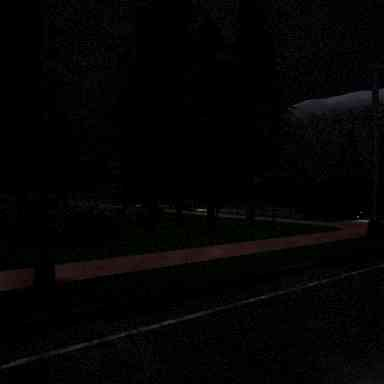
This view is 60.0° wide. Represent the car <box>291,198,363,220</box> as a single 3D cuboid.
[{"bbox_3d":[11.306,1.533,27.910,2.033,1.411,5.357,0,0,-37],"label":"car"}]

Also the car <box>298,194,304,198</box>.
[{"bbox_3d":[14.947,1.162,44.024,3.866,1.878,1.905,0,0,-37],"label":"car"}]

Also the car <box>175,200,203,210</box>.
[{"bbox_3d":[-0.486,1.550,43.710,1.994,1.385,4.181,0,0,-37],"label":"car"}]

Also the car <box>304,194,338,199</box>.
[{"bbox_3d":[16.764,1.160,42.243,4.605,1.855,1.932,0,0,-37],"label":"car"}]

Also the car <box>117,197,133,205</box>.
[{"bbox_3d":[-11.112,1.457,57.186,1.994,1.385,4.181,0,0,-43],"label":"car"}]
